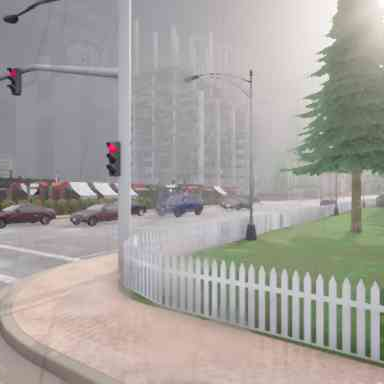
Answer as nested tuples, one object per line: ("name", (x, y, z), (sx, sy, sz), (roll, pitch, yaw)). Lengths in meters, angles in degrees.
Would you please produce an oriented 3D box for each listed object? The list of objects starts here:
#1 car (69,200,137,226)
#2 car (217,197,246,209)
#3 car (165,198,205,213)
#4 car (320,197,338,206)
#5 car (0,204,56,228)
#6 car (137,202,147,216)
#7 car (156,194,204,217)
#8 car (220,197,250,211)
("car", (-6.332, 1.520, 23.486), (1.812, 1.442, 4.674), (0, 0, 34))
("car", (5.743, 1.485, 47.617), (2.128, 1.511, 4.902), (0, 0, 34))
("car", (-0.683, 1.485, 38.154), (2.128, 1.511, 4.902), (0, 0, 34))
("car", (21.054, 1.522, 51.286), (1.812, 1.442, 4.674), (0, 0, 34))
("car", (-11.448, 1.519, 22.197), (1.812, 1.442, 4.674), (0, 0, 36))
("car", (-6.227, 1.471, 29.942), (1.882, 1.535, 5.008), (0, 0, 34))
("car", (-1.020, 1.216, 31.404), (2.150, 2.045, 5.566), (0, 0, 34))
("car", (5.613, 1.486, 41.216), (2.128, 1.511, 4.902), (0, 0, 34))
